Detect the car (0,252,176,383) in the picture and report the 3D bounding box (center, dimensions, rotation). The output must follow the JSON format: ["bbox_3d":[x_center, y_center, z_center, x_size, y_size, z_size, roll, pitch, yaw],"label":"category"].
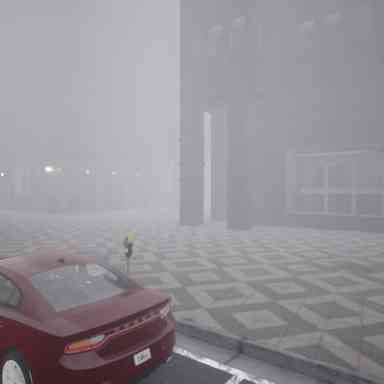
[{"bbox_3d":[-2.278,1.544,4.749,4.507,1.381,1.887,0,0,37],"label":"car"}]
